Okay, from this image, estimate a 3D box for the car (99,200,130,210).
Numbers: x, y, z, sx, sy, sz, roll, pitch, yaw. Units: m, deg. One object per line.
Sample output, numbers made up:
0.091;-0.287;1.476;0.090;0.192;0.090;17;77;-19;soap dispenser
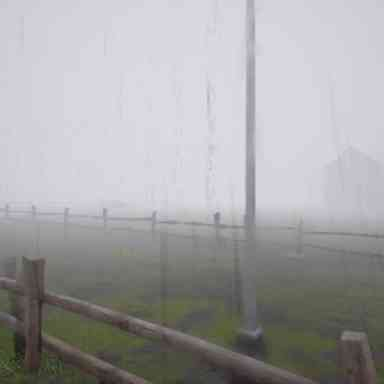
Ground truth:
-11.461;1.897;49.492;1.882;1.535;5.008;-1;-1;35;car
